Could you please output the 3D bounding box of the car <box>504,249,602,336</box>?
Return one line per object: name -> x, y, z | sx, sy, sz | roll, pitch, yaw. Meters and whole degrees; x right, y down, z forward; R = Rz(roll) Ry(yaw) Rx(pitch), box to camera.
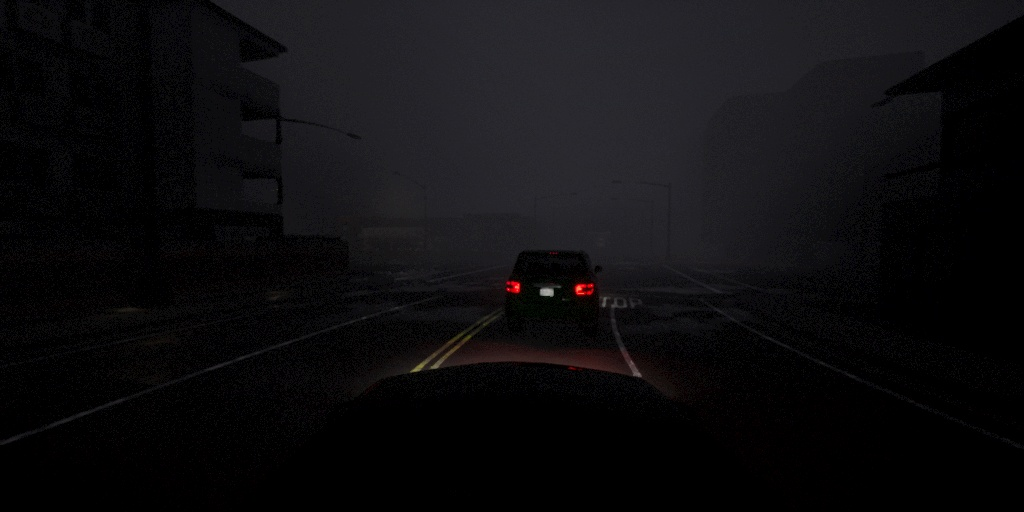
car -> 1.337, 0.836, 10.254 | 2.150, 2.045, 5.566 | 1, 1, 13
